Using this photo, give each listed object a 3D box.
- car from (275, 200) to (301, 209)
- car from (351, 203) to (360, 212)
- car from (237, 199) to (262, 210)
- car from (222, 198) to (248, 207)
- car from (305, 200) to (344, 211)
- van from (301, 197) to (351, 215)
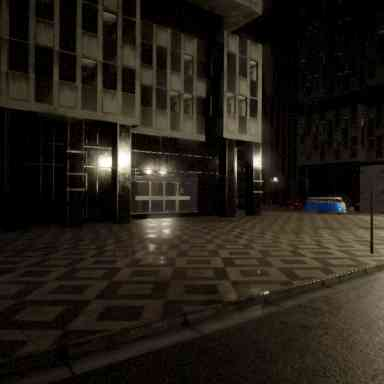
[{"bbox_3d":[14.042,1.820,48.291,1.802,1.307,4.206,0,0,-36],"label":"car"},{"bbox_3d":[20.616,1.726,39.102,1.947,1.339,4.313,0,0,-36],"label":"car"},{"bbox_3d":[7.114,1.708,43.324,1.887,1.381,4.507,0,0,-36],"label":"car"},{"bbox_3d":[7.370,1.841,57.617,1.752,1.417,4.829,0,0,-36],"label":"car"},{"bbox_3d":[17.329,1.750,43.697,2.008,1.369,4.403,0,0,-36],"label":"car"},{"bbox_3d":[13.687,1.426,34.137,1.690,1.788,3.998,0,0,-36],"label":"van"}]
